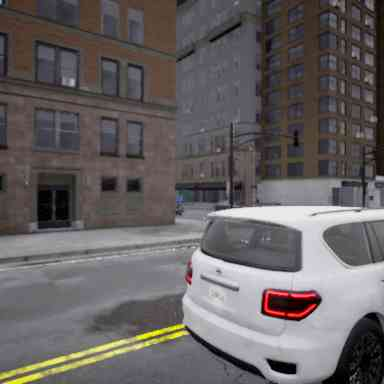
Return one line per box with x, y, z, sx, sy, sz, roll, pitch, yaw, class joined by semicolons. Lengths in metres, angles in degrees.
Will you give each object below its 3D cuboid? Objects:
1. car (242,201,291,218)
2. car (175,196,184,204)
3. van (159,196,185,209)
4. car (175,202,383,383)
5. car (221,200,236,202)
7.053;1.618;31.801;1.947;1.339;4.313;0;0;-35;car
-2.767;1.316;31.797;2.192;1.841;5.009;0;0;-35;car
-2.745;1.394;45.676;1.690;1.788;3.998;0;0;-35;van
2.489;1.227;5.220;5.566;2.045;2.150;0;0;-35;car
3.787;1.603;36.426;2.008;1.369;4.403;0;0;-35;car
